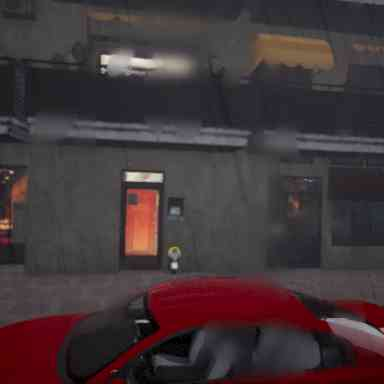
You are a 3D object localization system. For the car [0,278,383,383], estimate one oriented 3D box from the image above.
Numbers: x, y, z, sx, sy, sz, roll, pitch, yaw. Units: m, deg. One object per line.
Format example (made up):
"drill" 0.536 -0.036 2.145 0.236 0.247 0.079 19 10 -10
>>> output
"car" 0.016 1.540 3.012 4.507 1.381 1.887 1 1 -9
